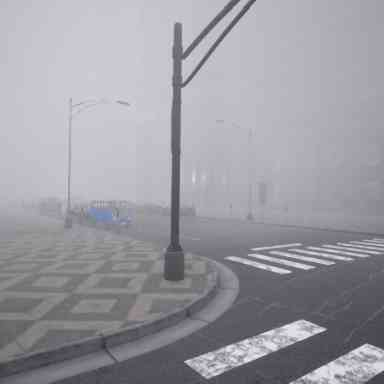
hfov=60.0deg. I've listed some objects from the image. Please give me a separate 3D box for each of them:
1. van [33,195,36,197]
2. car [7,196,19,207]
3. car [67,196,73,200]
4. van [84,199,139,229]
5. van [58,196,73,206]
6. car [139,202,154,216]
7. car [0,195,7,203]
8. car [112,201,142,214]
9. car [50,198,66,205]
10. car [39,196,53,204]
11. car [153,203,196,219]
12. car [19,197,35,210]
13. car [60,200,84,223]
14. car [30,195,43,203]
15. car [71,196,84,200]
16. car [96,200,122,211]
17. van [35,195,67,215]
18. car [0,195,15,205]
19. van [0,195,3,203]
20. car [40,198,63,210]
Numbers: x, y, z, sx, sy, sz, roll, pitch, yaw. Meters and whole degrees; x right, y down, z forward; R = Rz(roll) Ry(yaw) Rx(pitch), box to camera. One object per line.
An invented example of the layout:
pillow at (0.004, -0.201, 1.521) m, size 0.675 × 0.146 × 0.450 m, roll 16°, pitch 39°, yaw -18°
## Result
van at (-36.520, 1.740, 80.318) m, size 1.690 × 1.788 × 3.998 m, roll 1°, pitch -1°, yaw -35°
car at (-27.553, 1.692, 52.843) m, size 2.008 × 1.369 × 4.403 m, roll 1°, pitch -1°, yaw -35°
car at (-20.567, 1.607, 57.763) m, size 2.192 × 1.841 × 5.009 m, roll 1°, pitch -1°, yaw -35°
van at (-5.232, 1.335, 21.261) m, size 1.690 × 1.788 × 3.998 m, roll 1°, pitch -1°, yaw -35°
van at (-23.758, 1.654, 62.274) m, size 1.690 × 1.788 × 3.998 m, roll 1°, pitch -1°, yaw -35°
car at (-4.617, 1.730, 35.204) m, size 1.887 × 1.381 × 4.507 m, roll 1°, pitch -1°, yaw -35°
car at (-43.493, 1.564, 75.405) m, size 2.192 × 1.841 × 5.009 m, roll 1°, pitch -1°, yaw -35°
car at (-7.808, 1.751, 39.716) m, size 1.887 × 1.381 × 4.507 m, roll 1°, pitch -1°, yaw -35°
car at (-26.951, 1.885, 66.783) m, size 2.008 × 1.369 × 4.403 m, roll 1°, pitch -1°, yaw -35°
car at (-33.331, 1.818, 75.807) m, size 1.967 × 1.590 × 4.097 m, roll 1°, pitch -1°, yaw -35°
car at (-1.427, 1.710, 30.693) m, size 1.887 × 1.381 × 4.507 m, roll 1°, pitch -1°, yaw -35°
car at (-21.177, 1.680, 43.819) m, size 1.802 × 1.307 × 4.206 m, roll 1°, pitch -1°, yaw -35°
car at (-8.422, 1.559, 25.771) m, size 1.887 × 1.381 × 4.507 m, roll 1°, pitch -1°, yaw -35°
car at (-39.710, 1.736, 84.830) m, size 2.192 × 1.841 × 5.009 m, roll 1°, pitch -1°, yaw -35°
car at (-17.379, 1.815, 53.249) m, size 1.887 × 1.381 × 4.507 m, roll 1°, pitch -1°, yaw -35°
car at (-11.096, 1.754, 44.366) m, size 1.752 × 1.417 × 4.829 m, roll 1°, pitch -1°, yaw -35°
van at (-14.797, 1.397, 34.797) m, size 1.690 × 1.788 × 3.998 m, roll 1°, pitch -1°, yaw -35°
car at (-37.020, 1.730, 66.241) m, size 1.752 × 1.417 × 4.829 m, roll 1°, pitch -1°, yaw -35°
van at (-46.682, 1.612, 79.917) m, size 1.690 × 1.788 × 3.998 m, roll 1°, pitch -1°, yaw -35°
car at (-19.687, 1.658, 46.520) m, size 1.837 × 1.490 × 4.892 m, roll 1°, pitch -1°, yaw -35°
